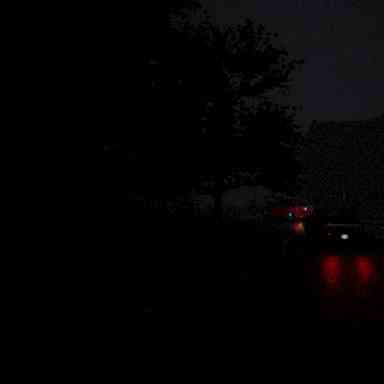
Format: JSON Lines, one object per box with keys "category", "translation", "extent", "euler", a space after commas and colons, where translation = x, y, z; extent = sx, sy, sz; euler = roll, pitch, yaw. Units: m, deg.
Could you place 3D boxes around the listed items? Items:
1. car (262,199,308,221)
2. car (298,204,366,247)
{"category": "car", "translation": [7.831, 1.378, 27.635], "extent": [2.097, 1.767, 4.553], "euler": [0, 0, -27]}
{"category": "car", "translation": [6.353, 1.503, 15.149], "extent": [2.128, 1.511, 4.902], "euler": [0, 0, 12]}
